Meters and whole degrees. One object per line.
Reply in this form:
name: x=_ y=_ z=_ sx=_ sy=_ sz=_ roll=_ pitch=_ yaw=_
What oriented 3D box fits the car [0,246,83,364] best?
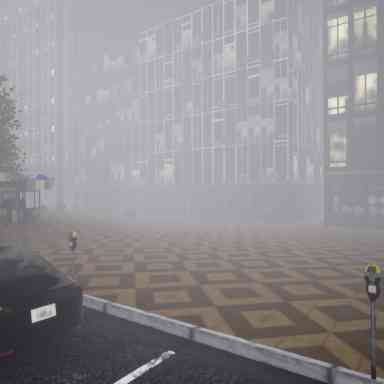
car: x=-3.568 y=1.566 z=5.417 sx=4.313 sy=1.339 sz=1.947 roll=0 pitch=0 yaw=35
